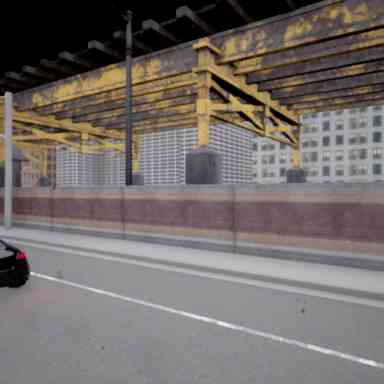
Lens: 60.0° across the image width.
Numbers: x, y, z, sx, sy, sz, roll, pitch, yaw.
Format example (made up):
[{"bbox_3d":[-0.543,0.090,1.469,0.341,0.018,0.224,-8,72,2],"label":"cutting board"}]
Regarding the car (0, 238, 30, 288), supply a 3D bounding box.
[{"bbox_3d":[-5.779,1.559,8.037,4.181,1.385,1.994,0,0,36],"label":"car"}]
